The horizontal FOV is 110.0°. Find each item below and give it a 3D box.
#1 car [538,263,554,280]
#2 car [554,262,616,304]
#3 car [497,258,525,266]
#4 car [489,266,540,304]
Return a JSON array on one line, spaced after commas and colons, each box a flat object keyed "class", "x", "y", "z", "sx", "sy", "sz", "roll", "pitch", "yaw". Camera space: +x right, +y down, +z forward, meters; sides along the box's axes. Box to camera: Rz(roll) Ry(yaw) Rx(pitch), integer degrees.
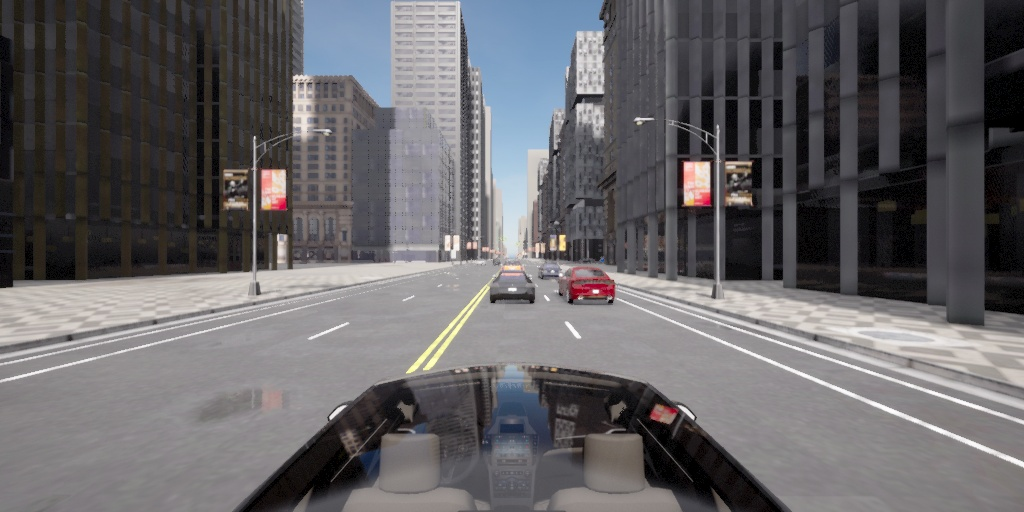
[{"class": "car", "x": 3.295, "y": 1.312, "z": 31.455, "sx": 2.033, "sy": 1.411, "sz": 5.357, "roll": 0, "pitch": 0, "yaw": 0}, {"class": "car", "x": 3.272, "y": 1.233, "z": 16.455, "sx": 1.882, "sy": 1.535, "sz": 5.008, "roll": 0, "pitch": 0, "yaw": 0}, {"class": "car", "x": 0.045, "y": 1.115, "z": 31.431, "sx": 2.097, "sy": 1.767, "sz": 4.553, "roll": 0, "pitch": 0, "yaw": 0}, {"class": "car", "x": 0.022, "y": 1.321, "z": 16.461, "sx": 1.994, "sy": 1.385, "sz": 4.181, "roll": 0, "pitch": 0, "yaw": 0}]
